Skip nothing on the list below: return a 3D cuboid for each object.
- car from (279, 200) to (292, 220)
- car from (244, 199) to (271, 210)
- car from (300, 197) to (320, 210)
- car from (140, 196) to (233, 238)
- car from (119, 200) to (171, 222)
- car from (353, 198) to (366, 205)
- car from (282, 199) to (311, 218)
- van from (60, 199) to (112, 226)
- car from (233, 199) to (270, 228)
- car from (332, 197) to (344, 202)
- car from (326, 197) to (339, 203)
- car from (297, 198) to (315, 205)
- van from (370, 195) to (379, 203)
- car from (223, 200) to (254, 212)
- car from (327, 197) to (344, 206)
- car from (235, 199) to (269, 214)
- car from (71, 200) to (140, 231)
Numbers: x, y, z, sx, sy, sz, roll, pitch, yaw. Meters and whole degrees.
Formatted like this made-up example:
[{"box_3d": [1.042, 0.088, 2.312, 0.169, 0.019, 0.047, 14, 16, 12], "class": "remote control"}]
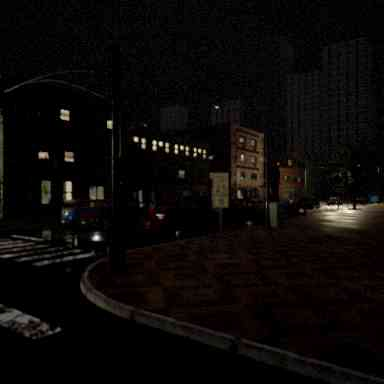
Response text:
[{"box_3d": [6.258, 1.600, 26.992, 1.887, 1.381, 4.507, 0, 0, 35], "class": "car"}, {"box_3d": [8.991, 1.694, 45.357, 2.008, 1.369, 4.403, 0, -1, 35], "class": "car"}, {"box_3d": [15.751, 1.493, 44.880, 2.097, 1.767, 4.553, 0, 0, 35], "class": "car"}, {"box_3d": [-0.126, 1.334, 17.976, 2.192, 1.841, 5.009, 0, 0, 35], "class": "car"}, {"box_3d": [-3.776, 1.502, 27.323, 1.967, 1.590, 4.097, 0, 0, 35], "class": "car"}, {"box_3d": [31.791, 1.785, 63.062, 2.008, 1.369, 4.403, -1, -1, 35], "class": "car"}, {"box_3d": [9.450, 1.641, 31.501, 1.947, 1.339, 4.313, 0, 0, 35], "class": "car"}, {"box_3d": [-6.967, 1.385, 22.815, 1.690, 1.788, 3.998, 0, 0, 35], "class": "van"}, {"box_3d": [3.065, 1.352, 22.484, 2.192, 1.841, 5.009, 0, 0, 35], "class": "car"}, {"box_3d": [37.715, 1.907, 85.936, 1.887, 1.381, 4.507, -1, -1, 35], "class": "car"}, {"box_3d": [34.524, 1.887, 81.428, 2.008, 1.369, 4.403, -1, -1, 35], "class": "car"}, {"box_3d": [21.758, 1.787, 63.393, 2.008, 1.369, 4.403, -1, -1, 35], "class": "car"}, {"box_3d": [44.556, 1.678, 81.100, 1.690, 1.788, 3.998, -1, -1, 35], "class": "van"}, {"box_3d": [5.799, 1.672, 40.848, 2.008, 1.369, 4.403, 0, 0, 35], "class": "car"}, {"box_3d": [25.081, 1.809, 58.059, 1.895, 1.301, 4.718, 0, 0, 36], "class": "car"}, {"box_3d": [6.889, 1.584, 37.881, 1.882, 1.535, 5.008, 0, 0, 36], "class": "car"}, {"box_3d": [-4.850, 1.514, 21.321, 1.882, 1.535, 5.008, 0, 0, 35], "class": "car"}]
